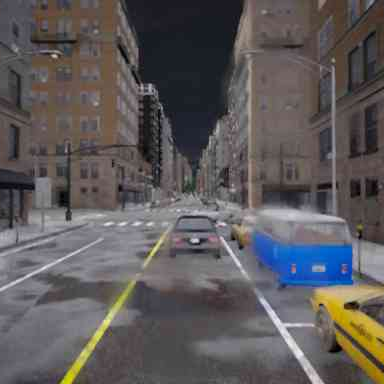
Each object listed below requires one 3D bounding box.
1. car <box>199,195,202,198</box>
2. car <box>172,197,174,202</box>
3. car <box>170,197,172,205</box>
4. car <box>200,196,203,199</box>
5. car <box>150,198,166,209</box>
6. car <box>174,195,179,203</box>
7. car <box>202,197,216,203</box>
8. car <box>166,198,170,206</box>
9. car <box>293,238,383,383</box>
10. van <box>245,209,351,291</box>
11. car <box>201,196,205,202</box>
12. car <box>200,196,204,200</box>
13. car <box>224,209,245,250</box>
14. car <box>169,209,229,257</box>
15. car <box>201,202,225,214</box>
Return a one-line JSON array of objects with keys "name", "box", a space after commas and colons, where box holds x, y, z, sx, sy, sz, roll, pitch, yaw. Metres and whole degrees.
[{"name": "car", "box": [3.504, 2.138, 90.919, 2.008, 1.369, 4.403, 1, 0, 1]}, {"name": "car", "box": [-5.308, 1.996, 68.900, 1.887, 1.381, 4.507, 1, 0, 1]}, {"name": "car", "box": [-5.380, 1.967, 63.372, 2.008, 1.369, 4.403, 1, 0, 1]}, {"name": "car", "box": [3.217, 1.994, 68.798, 1.887, 1.381, 4.507, 1, 0, 1]}, {"name": "car", "box": [-5.524, 1.928, 52.314, 1.802, 1.307, 4.206, 1, 0, 1]}, {"name": "car", "box": [-5.094, 2.080, 85.317, 1.752, 1.417, 4.829, 1, 0, 1]}, {"name": "car", "box": [3.001, 1.909, 52.208, 1.947, 1.339, 4.313, 1, 0, 1]}, {"name": "car", "box": [-5.452, 1.947, 57.843, 1.947, 1.339, 4.313, 1, 0, 1]}, {"name": "car", "box": [2.677, 1.548, 3.368, 1.752, 1.417, 4.829, 1, 0, 0]}, {"name": "van", "box": [2.680, 1.401, 8.873, 1.690, 1.788, 3.998, 1, 0, 0]}, {"name": "car", "box": [3.073, 1.923, 57.738, 1.887, 1.381, 4.507, 1, 0, 1]}, {"name": "car", "box": [3.145, 1.965, 63.268, 2.008, 1.369, 4.403, 1, 0, 1]}, {"name": "car", "box": [2.679, 1.624, 14.715, 1.752, 1.417, 4.829, 1, 0, 0]}, {"name": "car", "box": [0.098, 1.636, 13.251, 2.033, 1.411, 5.357, 0, 0, 0]}, {"name": "car", "box": [1.857, 1.782, 27.151, 1.895, 1.301, 4.718, 0, 0, 28]}]
